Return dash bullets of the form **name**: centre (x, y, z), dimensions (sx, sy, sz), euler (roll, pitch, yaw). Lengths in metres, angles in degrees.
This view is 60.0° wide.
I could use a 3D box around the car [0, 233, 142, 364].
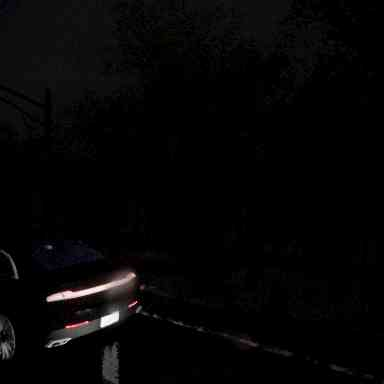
- **car**: centre (-3.075, 1.493, 5.866), dimensions (4.902, 1.511, 2.128), euler (0, 0, 35)
